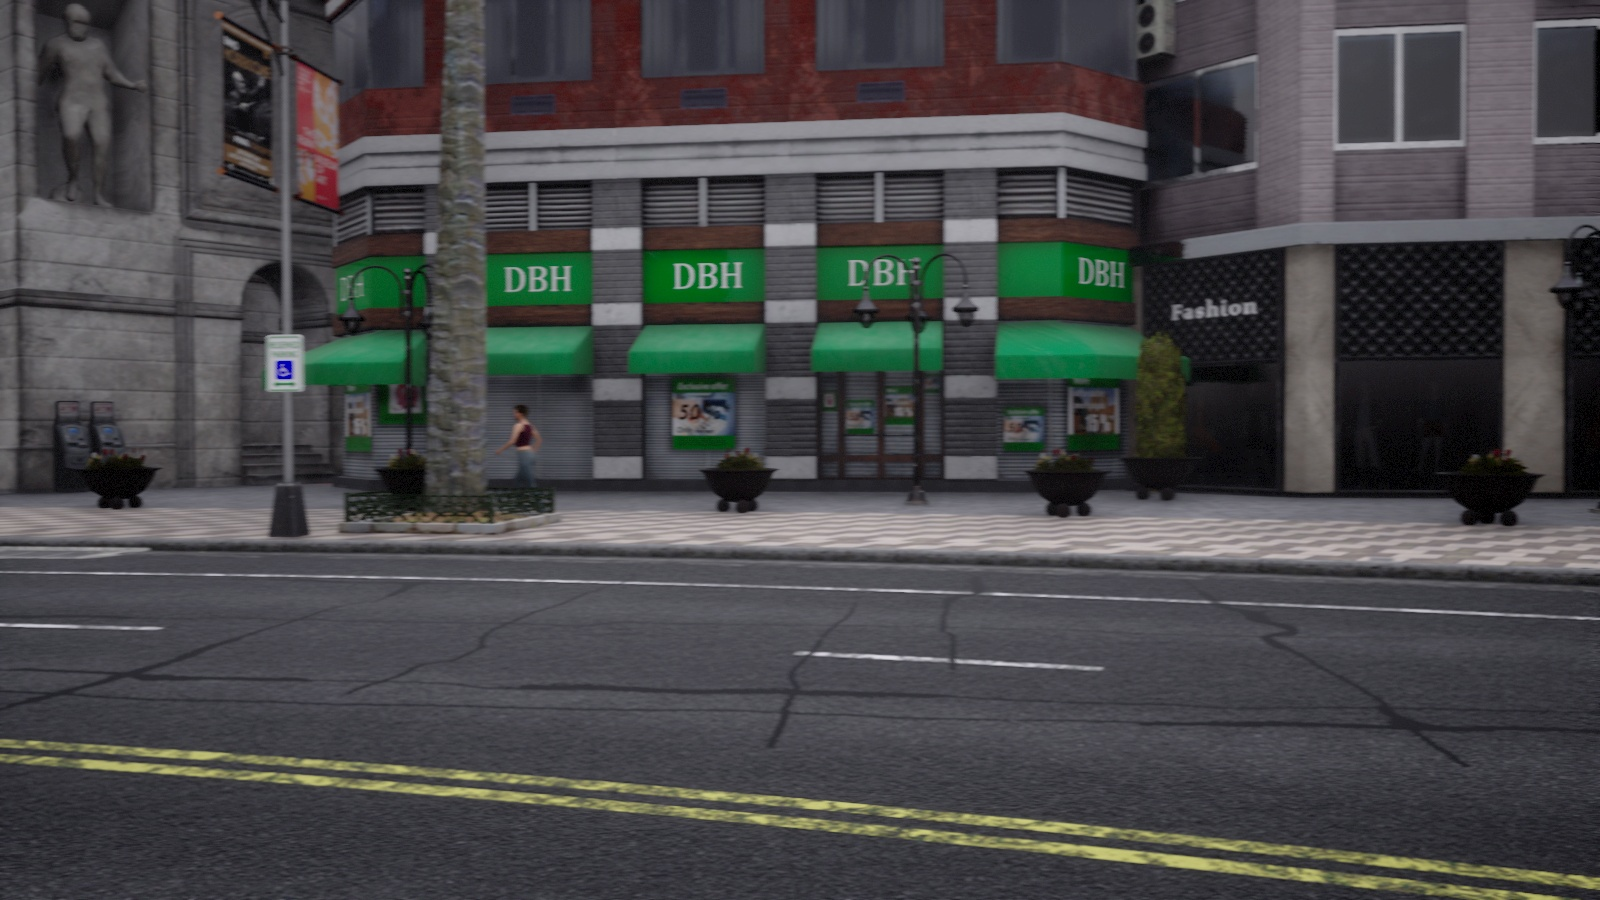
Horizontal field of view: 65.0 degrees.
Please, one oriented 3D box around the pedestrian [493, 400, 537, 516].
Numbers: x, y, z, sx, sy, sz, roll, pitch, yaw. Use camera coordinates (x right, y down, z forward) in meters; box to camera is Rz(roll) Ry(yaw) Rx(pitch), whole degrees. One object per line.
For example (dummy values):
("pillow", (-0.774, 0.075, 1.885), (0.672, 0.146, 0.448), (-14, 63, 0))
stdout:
("pedestrian", (-4.562, 0.126, 20.106), (0.594, 1.836, 0.345), (0, 1, 13))
